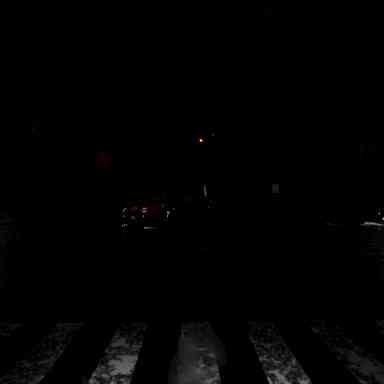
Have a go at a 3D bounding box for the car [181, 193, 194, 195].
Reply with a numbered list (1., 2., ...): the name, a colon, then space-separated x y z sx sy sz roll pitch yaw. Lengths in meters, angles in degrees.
1. car: -0.891 1.549 75.527 2.128 1.511 4.902 0 0 -1

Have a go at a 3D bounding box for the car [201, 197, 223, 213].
1. car: 2.402 1.556 36.335 2.008 1.369 4.403 0 0 -1

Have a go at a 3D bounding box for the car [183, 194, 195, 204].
1. car: -0.660 1.619 65.599 1.895 1.301 4.718 0 0 -1

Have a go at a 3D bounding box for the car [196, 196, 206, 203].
1. car: 1.899 1.589 73.116 1.947 1.339 4.313 0 0 -1

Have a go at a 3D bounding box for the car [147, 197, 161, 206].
1. car: -6.390 1.579 55.784 1.947 1.339 4.313 0 0 -1

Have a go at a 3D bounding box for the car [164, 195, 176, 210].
1. car: -3.552 1.500 43.166 2.128 1.511 4.902 0 0 -1

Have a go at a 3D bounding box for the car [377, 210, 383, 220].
1. car: 14.725 1.249 20.978 5.357 1.411 2.033 -1 0 -1

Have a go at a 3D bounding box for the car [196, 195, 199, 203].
1. car: 2.179 1.562 52.667 2.008 1.369 4.403 0 0 -1

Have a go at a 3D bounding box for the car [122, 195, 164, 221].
1. car: -4.073 1.354 27.217 2.097 1.767 4.553 0 0 9

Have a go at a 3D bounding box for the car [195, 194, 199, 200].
1. car: 2.043 1.567 62.538 2.008 1.369 4.403 0 0 -1

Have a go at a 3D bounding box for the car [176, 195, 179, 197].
1. car: -3.743 1.615 58.418 1.895 1.301 4.718 0 0 -1

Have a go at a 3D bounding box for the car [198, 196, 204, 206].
1. car: 2.253 1.553 47.223 1.887 1.381 4.507 0 0 -1

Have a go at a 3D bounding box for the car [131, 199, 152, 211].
1. car: -6.191 1.557 41.214 2.008 1.369 4.403 0 0 -1

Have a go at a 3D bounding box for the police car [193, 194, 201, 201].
1. police car: 1.267 1.463 90.513 1.930 1.638 5.238 0 0 -1

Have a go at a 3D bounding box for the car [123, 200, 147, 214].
1. car: -6.122 1.556 36.222 2.008 1.369 4.403 0 0 -1
